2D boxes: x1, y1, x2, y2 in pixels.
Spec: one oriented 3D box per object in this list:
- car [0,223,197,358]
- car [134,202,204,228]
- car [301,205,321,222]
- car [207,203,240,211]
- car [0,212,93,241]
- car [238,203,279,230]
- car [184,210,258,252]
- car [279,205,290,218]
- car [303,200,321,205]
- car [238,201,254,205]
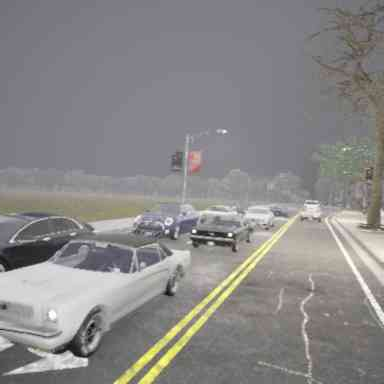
[{"bbox_3d":[-1.628,1.525,6.154,1.895,1.301,4.718,3,0,19],"label":"car"},{"bbox_3d":[-1.150,1.315,16.980,2.097,1.767,4.553,3,0,20],"label":"car"},{"bbox_3d":[12.112,2.290,33.844,1.895,1.301,4.718,3,0,20],"label":"car"},{"bbox_3d":[2.076,1.745,25.860,1.895,1.301,4.718,3,0,20],"label":"car"},{"bbox_3d":[-4.314,1.294,8.333,1.837,1.490,4.892,3,0,19],"label":"car"},{"bbox_3d":[4.833,1.809,23.916,1.812,1.442,4.674,3,0,20],"label":"car"},{"bbox_3d":[1.482,1.697,14.767,1.895,1.301,4.718,3,0,20],"label":"car"},{"bbox_3d":[9.983,2.156,37.833,1.994,1.385,4.181,3,0,21],"label":"car"},{"bbox_3d":[17.238,2.242,47.876,2.150,2.045,5.566,3,0,20],"label":"car"},{"bbox_3d":[5.712,1.712,35.663,2.097,1.767,4.553,3,0,21],"label":"car"}]
